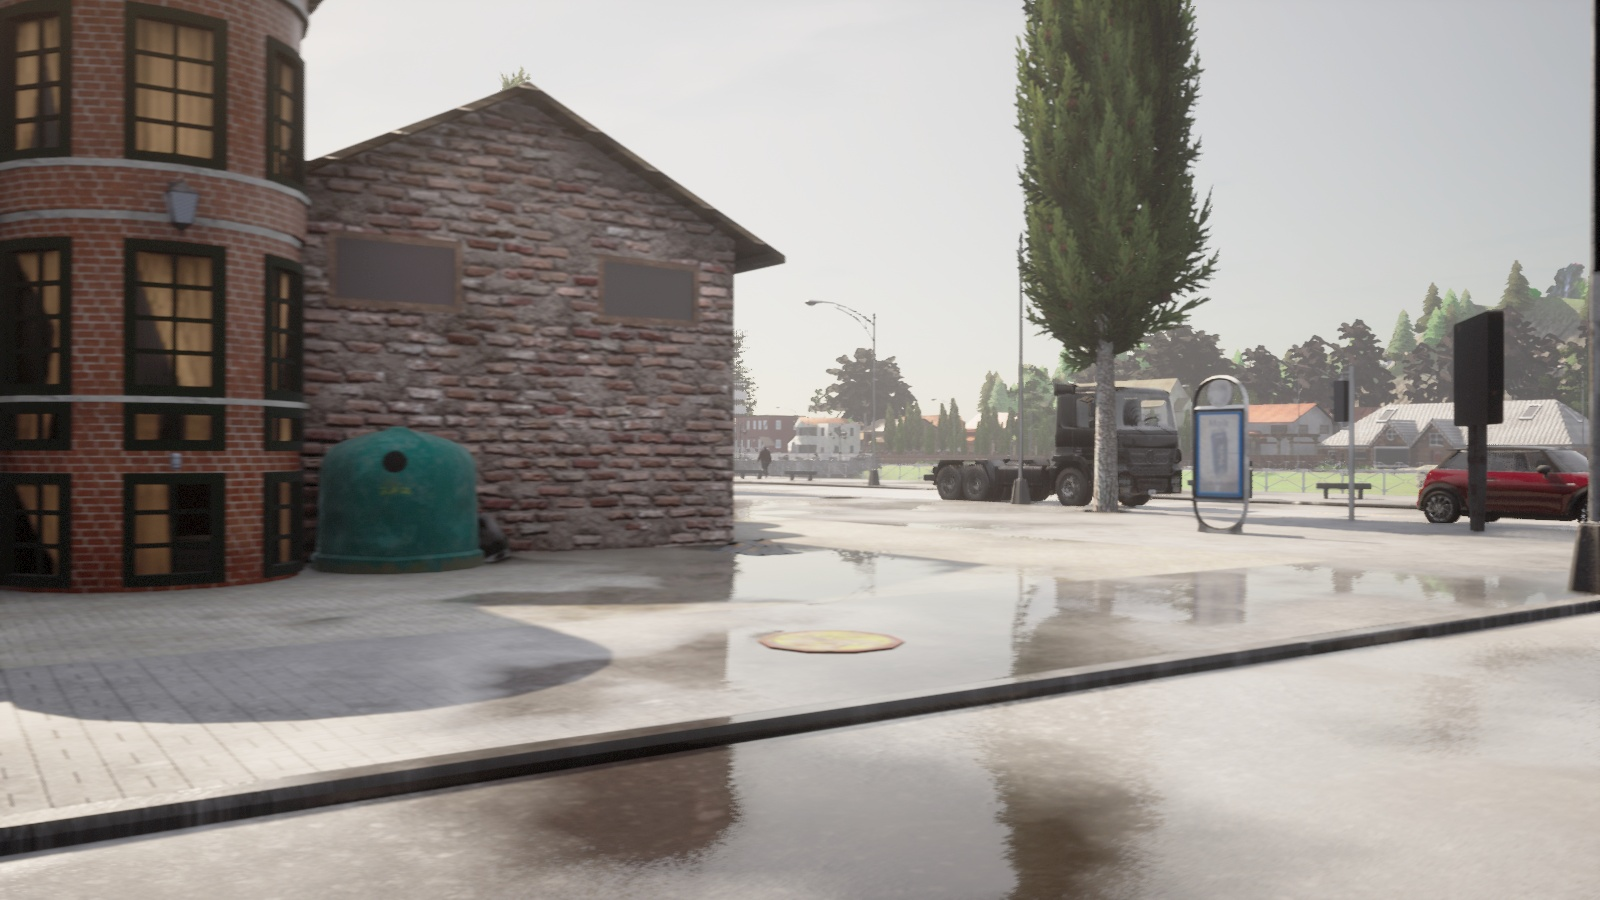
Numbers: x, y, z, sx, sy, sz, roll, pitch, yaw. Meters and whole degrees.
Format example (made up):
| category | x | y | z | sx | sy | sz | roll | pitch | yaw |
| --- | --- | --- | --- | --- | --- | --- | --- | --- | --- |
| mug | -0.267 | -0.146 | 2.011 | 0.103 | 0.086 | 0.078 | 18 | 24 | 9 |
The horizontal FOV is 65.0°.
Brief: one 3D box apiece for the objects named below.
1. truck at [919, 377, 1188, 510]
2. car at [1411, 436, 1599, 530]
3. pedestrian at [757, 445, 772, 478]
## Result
| category | x | y | z | sx | sy | sz | roll | pitch | yaw |
| --- | --- | --- | --- | --- | --- | --- | --- | --- | --- |
| truck | 7.161 | -0.163 | 36.809 | 2.891 | 3.462 | 7.936 | 0 | 0 | -35 |
| car | 15.128 | 0.632 | 25.363 | 2.097 | 1.767 | 4.553 | 0 | 0 | -35 |
| pedestrian | -1.970 | 0.628 | 69.593 | 0.634 | 1.844 | 0.899 | 0 | 0 | -16 |
